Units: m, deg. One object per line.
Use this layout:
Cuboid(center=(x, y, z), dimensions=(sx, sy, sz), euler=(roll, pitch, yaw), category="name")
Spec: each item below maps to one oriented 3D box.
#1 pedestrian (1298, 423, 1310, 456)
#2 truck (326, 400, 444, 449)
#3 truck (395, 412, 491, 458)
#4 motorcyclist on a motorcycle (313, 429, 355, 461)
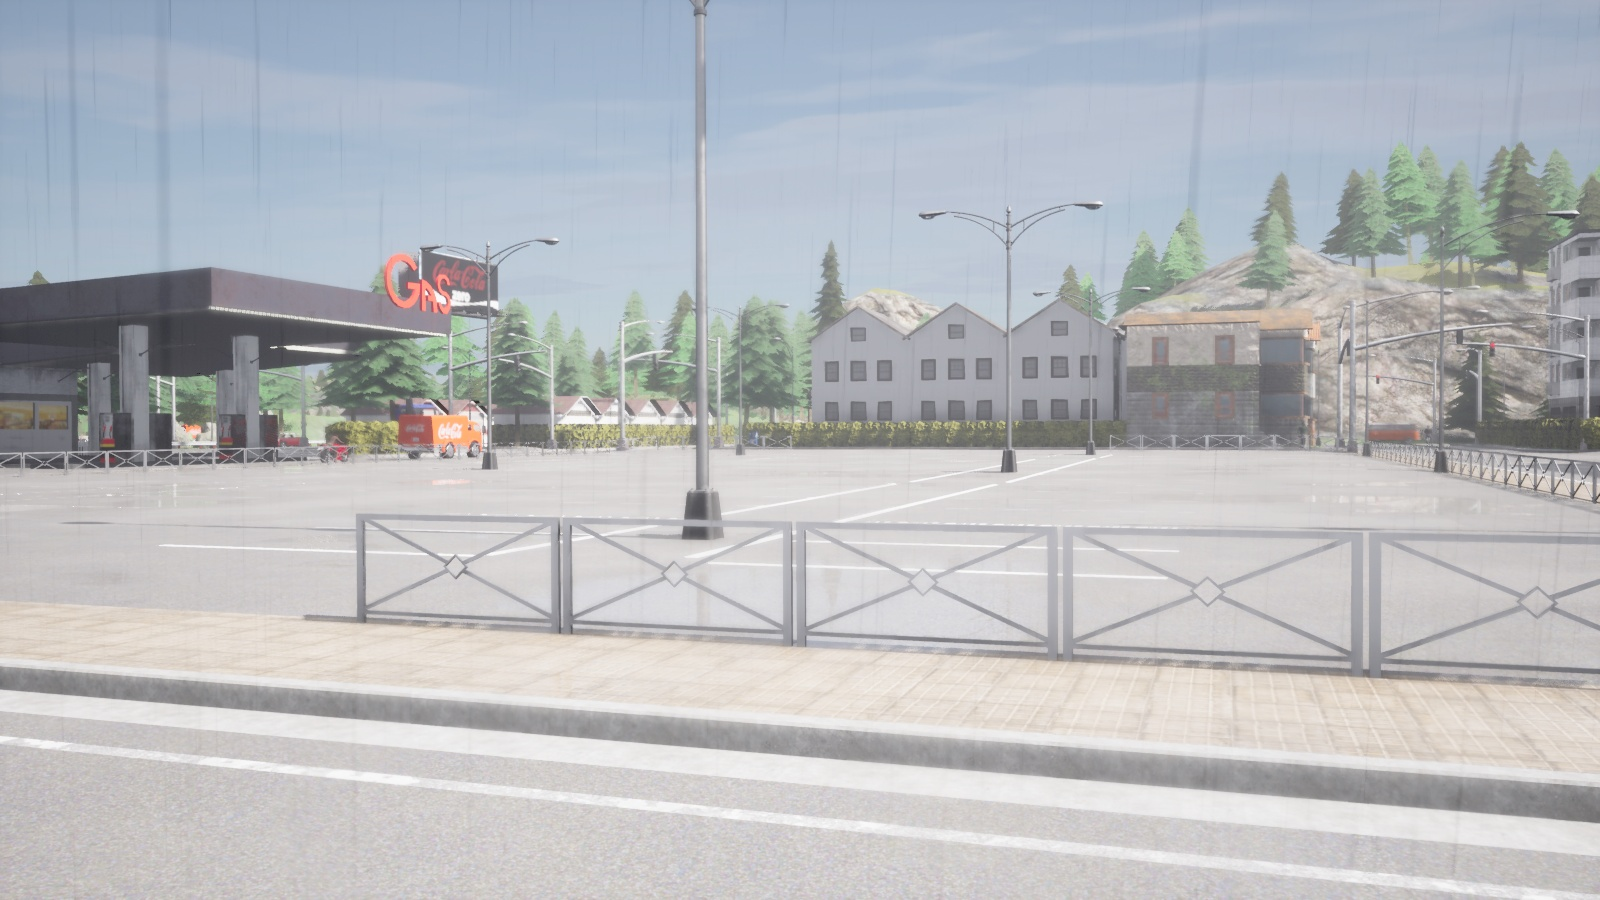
Cuboid(center=(29.665, -0.641, 73.954), dimensions=(0.423, 1.949, 0.788), euler=(0, 1, 2), category="pedestrian")
Cuboid(center=(-30.355, -1.867, 91.884), dimensions=(7.936, 3.462, 2.891), euler=(0, 2, 19), category="truck")
Cuboid(center=(-19.786, -0.852, 69.821), dimensions=(2.627, 2.467, 5.204), euler=(1, 1, 19), category="truck")
Cuboid(center=(-22.763, -0.260, 61.423), dimensions=(0.797, 1.523, 2.044), euler=(1, 1, 19), category="motorcyclist on a motorcycle")
